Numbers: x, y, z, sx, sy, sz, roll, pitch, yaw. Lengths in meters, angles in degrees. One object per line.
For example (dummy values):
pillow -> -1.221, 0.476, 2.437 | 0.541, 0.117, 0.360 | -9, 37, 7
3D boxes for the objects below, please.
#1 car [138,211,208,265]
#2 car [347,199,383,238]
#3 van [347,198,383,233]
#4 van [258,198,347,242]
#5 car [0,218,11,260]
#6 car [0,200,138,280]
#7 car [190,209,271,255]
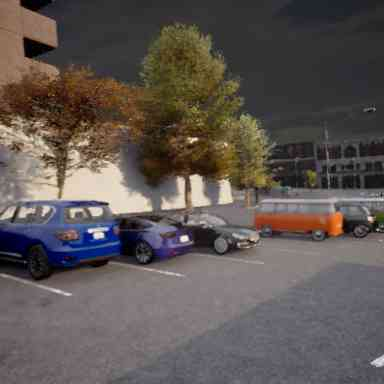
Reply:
car -> -2.135, 1.562, 11.952 | 4.792, 1.488, 2.163 | -1, -1, 35
car -> 7.849, 1.478, 18.687 | 4.553, 1.767, 2.185 | -1, -1, 36
van -> 10.411, 1.394, 20.323 | 4.442, 1.987, 1.878 | -1, -1, 36
van -> 5.240, 1.361, 17.092 | 4.442, 1.987, 1.878 | -1, -1, 36
car -> -7.062, 1.497, 8.496 | 4.892, 1.521, 2.231 | -1, -1, 35
car -> -4.616, 1.263, 10.242 | 5.566, 2.045, 2.435 | -1, -1, 35
car -> 0.364, 1.551, 13.649 | 4.892, 1.521, 2.231 | -1, -1, 36
